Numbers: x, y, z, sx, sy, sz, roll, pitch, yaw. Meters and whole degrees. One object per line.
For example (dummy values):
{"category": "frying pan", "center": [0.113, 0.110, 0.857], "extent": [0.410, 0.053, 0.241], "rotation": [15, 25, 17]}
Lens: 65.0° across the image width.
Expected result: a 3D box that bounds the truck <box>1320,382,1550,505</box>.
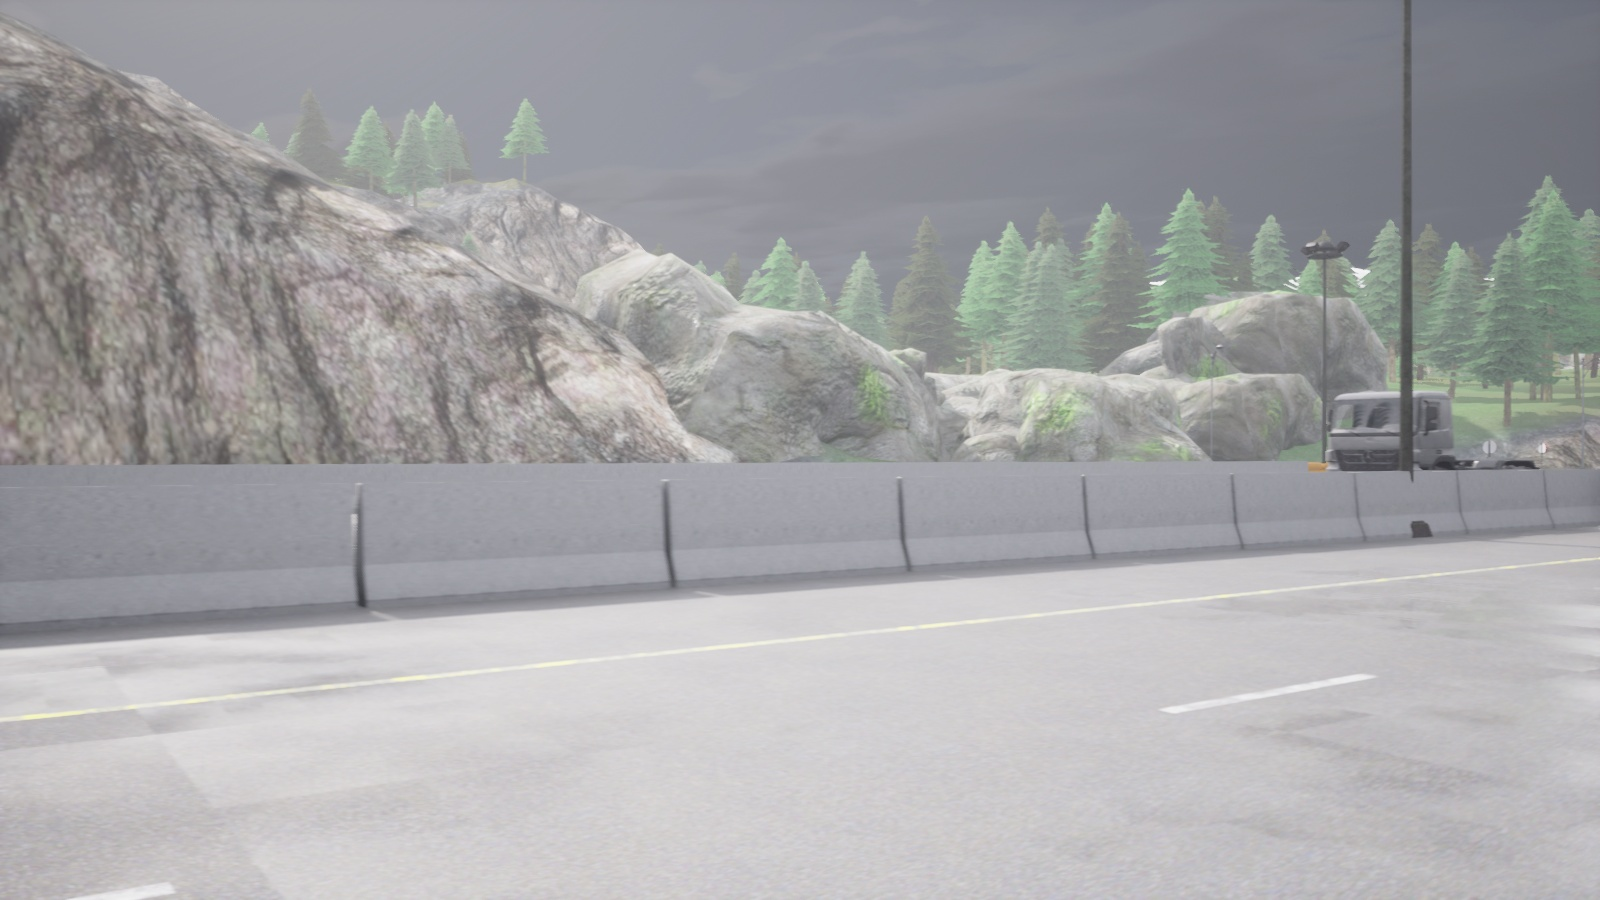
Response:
{"category": "truck", "center": [19.635, -0.184, 38.651], "extent": [7.936, 3.462, 2.891], "rotation": [0, 0, -35]}
